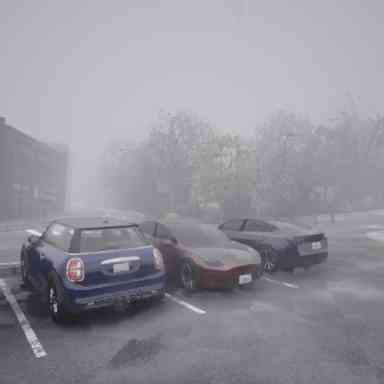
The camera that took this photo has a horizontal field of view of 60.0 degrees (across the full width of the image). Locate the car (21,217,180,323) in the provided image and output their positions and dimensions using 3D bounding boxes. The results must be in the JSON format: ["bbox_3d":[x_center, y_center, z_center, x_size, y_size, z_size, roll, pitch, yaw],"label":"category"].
[{"bbox_3d":[-2.486,1.356,7.635,2.185,1.767,4.553,0,0,-35],"label":"car"}]

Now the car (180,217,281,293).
[{"bbox_3d":[-0.218,1.506,9.254,2.163,1.488,4.792,0,0,-35],"label":"car"}]

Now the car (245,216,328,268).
[{"bbox_3d":[2.015,1.500,10.917,2.163,1.488,4.792,0,0,-35],"label":"car"}]
